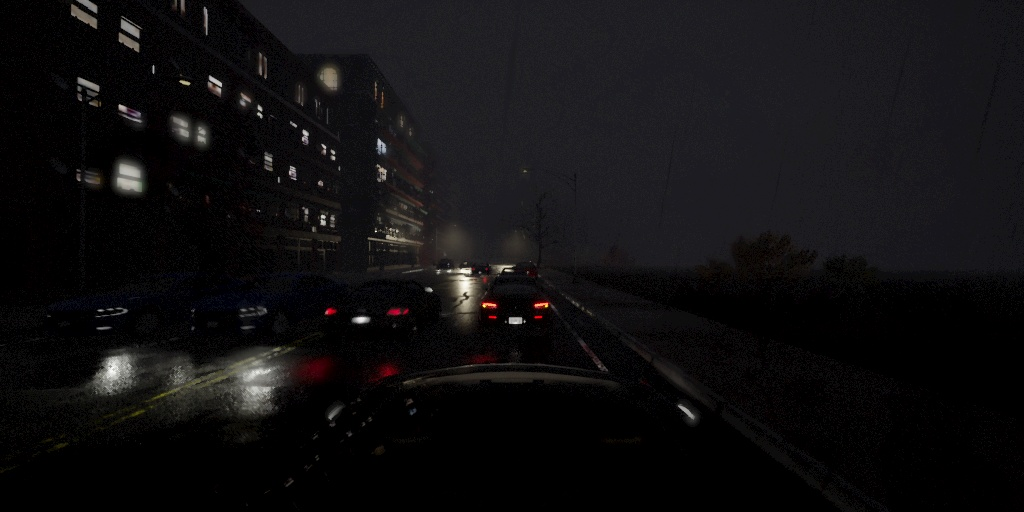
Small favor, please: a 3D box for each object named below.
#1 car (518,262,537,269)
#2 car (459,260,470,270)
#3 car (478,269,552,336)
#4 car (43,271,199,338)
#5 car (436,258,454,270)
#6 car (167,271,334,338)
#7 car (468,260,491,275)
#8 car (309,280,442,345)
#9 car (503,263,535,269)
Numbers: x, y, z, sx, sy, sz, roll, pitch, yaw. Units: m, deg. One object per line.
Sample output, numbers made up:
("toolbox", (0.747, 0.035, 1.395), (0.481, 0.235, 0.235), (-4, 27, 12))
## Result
("car", (1.088, 1.233, 30.003), (1.882, 1.535, 5.008), (0, 0, 0))
("car", (-6.684, 1.319, 53.433), (1.994, 1.385, 4.181), (0, 0, 0))
("car", (0.077, 1.278, 10.308), (1.812, 1.442, 4.674), (0, 0, 0))
("car", (-9.865, 1.229, 10.395), (1.882, 1.535, 5.008), (0, 0, 0))
("car", (-9.933, 1.107, 53.464), (2.097, 1.767, 4.553), (0, 0, 0))
("car", (-6.615, 1.229, 10.415), (1.882, 1.535, 5.008), (0, 0, 0))
("car", (-3.214, 1.357, 38.382), (1.895, 1.301, 4.718), (0, 0, 0))
("car", (-3.166, 1.315, 9.514), (1.994, 1.385, 4.181), (0, 0, 0))
("car", (0.068, 1.318, 20.476), (1.994, 1.385, 4.181), (0, 0, 0))
